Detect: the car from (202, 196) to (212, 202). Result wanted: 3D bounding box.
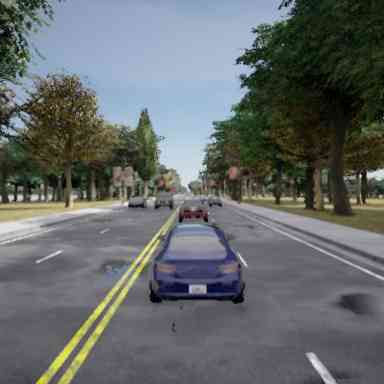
[{"bbox_3d":[3.255,1.453,73.050,1.895,1.301,4.718,0,0,0],"label":"car"}]

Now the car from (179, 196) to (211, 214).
[{"bbox_3d":[0.100,1.262,25.718,2.097,1.767,4.553,0,0,0],"label":"car"}]

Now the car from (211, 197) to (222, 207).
[{"bbox_3d":[3.355,1.408,49.149,2.033,1.411,5.357,0,0,0],"label":"car"}]

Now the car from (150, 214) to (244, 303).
[{"bbox_3d":[0.100,1.494,8.014,1.812,1.442,4.674,0,0,0],"label":"car"}]

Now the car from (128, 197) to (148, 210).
[{"bbox_3d":[-6.585,1.351,40.858,1.882,1.535,5.008,0,0,0],"label":"car"}]

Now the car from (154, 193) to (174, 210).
[{"bbox_3d":[-3.337,1.094,40.812,2.150,2.045,5.566,0,0,0],"label":"car"}]
